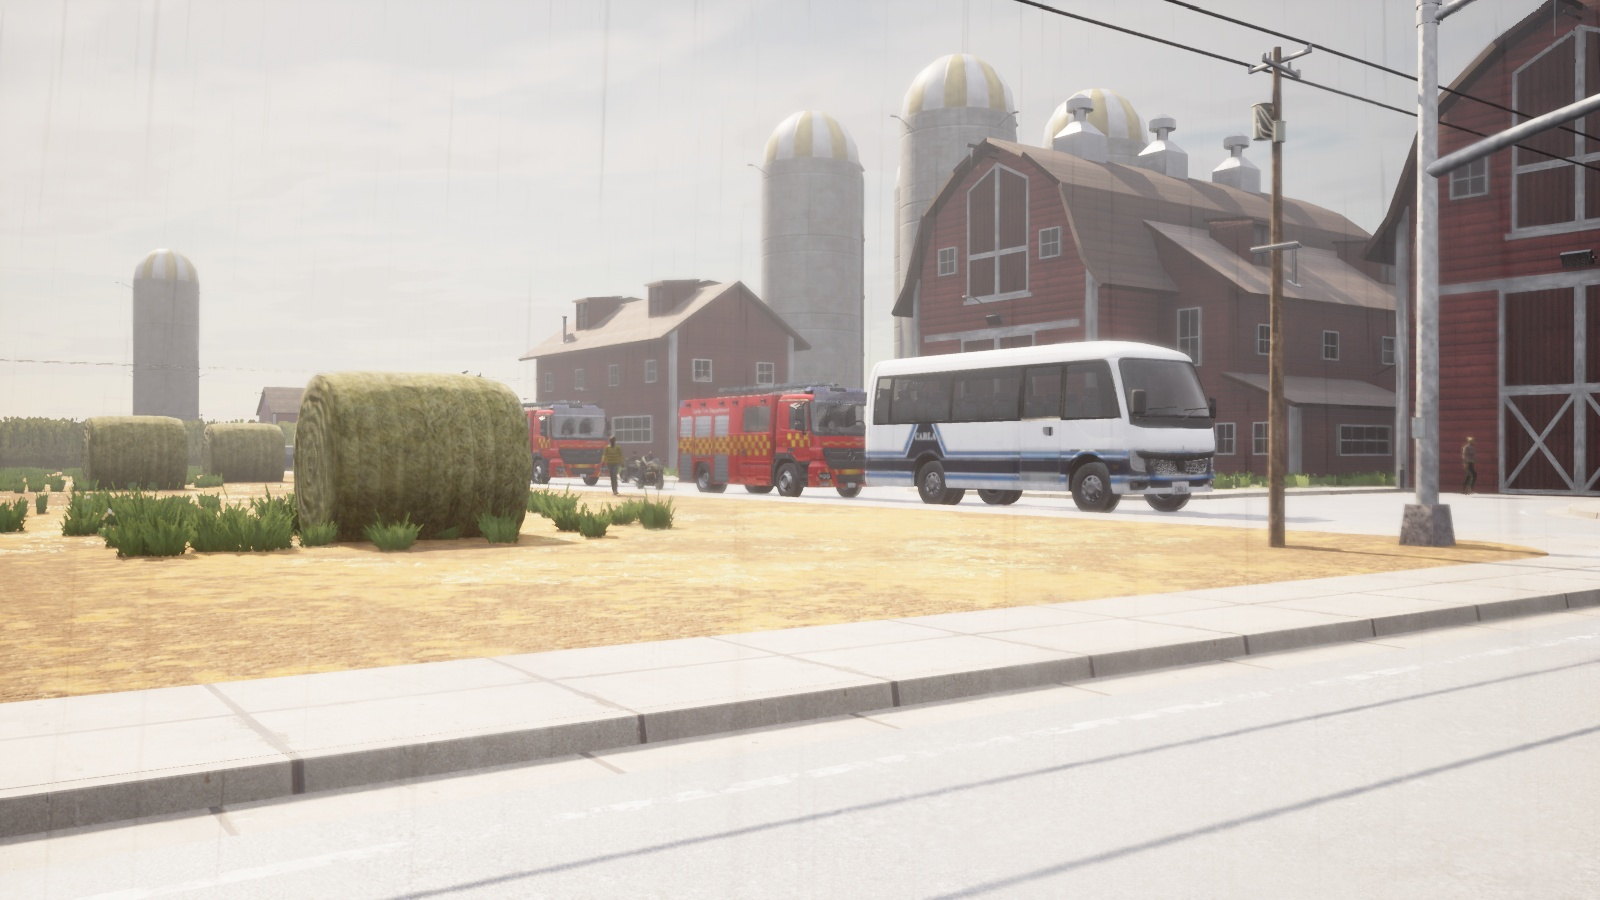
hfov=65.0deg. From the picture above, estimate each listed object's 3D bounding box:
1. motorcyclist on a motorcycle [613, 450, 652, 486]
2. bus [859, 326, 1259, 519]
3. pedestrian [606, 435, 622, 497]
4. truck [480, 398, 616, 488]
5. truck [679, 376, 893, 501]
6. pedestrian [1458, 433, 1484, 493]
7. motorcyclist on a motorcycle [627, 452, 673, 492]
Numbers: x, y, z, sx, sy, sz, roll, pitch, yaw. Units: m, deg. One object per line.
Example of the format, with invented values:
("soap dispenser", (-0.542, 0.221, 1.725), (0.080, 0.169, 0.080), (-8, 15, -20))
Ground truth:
("motorcyclist on a motorcycle", (-7.794, 0.830, 58.416), (0.766, 1.649, 2.350), (0, 0, -36))
("bus", (6.317, -0.595, 32.948), (3.944, 4.253, 10.273), (0, 0, -36))
("pedestrian", (-5.606, 0.474, 37.853), (0.370, 1.835, 0.726), (0, 0, -1))
("truck", (-11.783, -0.280, 57.959), (2.891, 3.827, 8.468), (0, 0, -36))
("truck", (-0.707, -0.342, 42.652), (2.891, 3.827, 8.468), (0, 0, -36))
("pedestrian", (20.826, 0.411, 38.991), (0.331, 1.846, 0.634), (0, 0, -35))
("motorcyclist on a motorcycle", (-5.970, 0.870, 49.922), (0.866, 1.530, 2.191), (-1, 0, -36))
